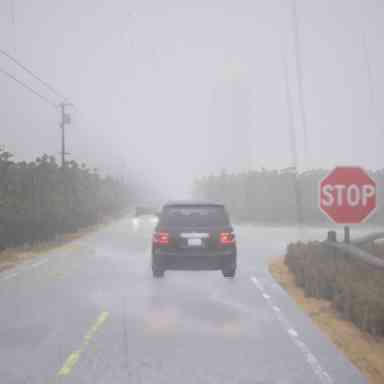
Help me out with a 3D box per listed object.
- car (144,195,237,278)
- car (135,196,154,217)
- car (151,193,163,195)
[{"bbox_3d":[0.040,1.217,10.277,2.150,2.045,5.566,0,0,0],"label":"car"},{"bbox_3d":[-4.270,1.456,31.448,1.882,1.535,5.008,0,0,-4],"label":"car"},{"bbox_3d":[-5.757,1.181,54.001,2.150,2.045,5.566,0,0,-1],"label":"car"}]
